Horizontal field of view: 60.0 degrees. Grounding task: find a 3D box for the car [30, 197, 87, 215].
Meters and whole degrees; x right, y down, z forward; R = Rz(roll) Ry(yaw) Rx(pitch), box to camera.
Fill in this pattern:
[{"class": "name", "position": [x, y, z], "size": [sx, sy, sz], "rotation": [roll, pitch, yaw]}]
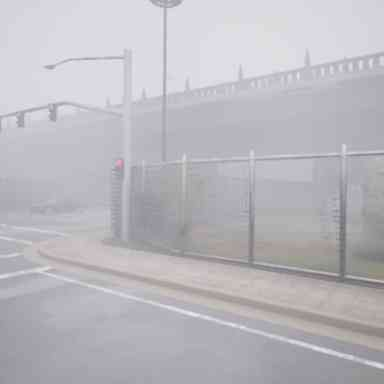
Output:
[{"class": "car", "position": [-11.846, 1.206, 29.730], "size": [1.882, 1.535, 5.008], "rotation": [1, 2, 35]}]
